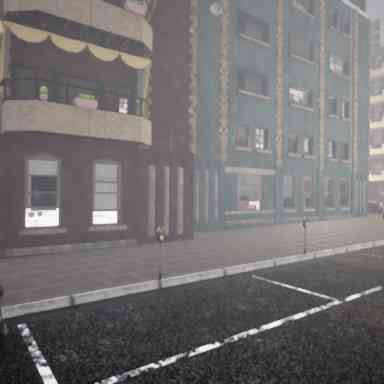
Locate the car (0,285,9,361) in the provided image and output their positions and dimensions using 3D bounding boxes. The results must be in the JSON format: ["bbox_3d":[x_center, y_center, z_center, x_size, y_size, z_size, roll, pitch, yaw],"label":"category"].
[{"bbox_3d":[-4.161,1.567,3.121,4.313,1.339,1.947,0,1,-35],"label":"car"}]

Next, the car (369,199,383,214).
[{"bbox_3d":[16.169,1.206,32.668,2.192,1.841,5.009,1,0,-36],"label":"car"}]
